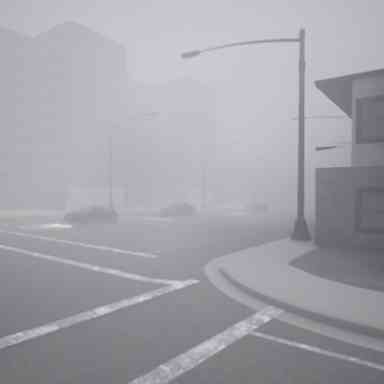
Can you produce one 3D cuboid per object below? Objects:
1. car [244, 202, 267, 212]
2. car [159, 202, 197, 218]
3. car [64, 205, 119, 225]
[{"bbox_3d":[9.561,2.258,49.870,2.128,1.511,4.902,1,-1,36],"label":"car"},{"bbox_3d":[-1.424,1.850,34.640,1.837,1.490,4.892,1,-1,36],"label":"car"},{"bbox_3d":[-7.738,1.721,25.845,1.994,1.385,4.181,1,0,36],"label":"car"}]
